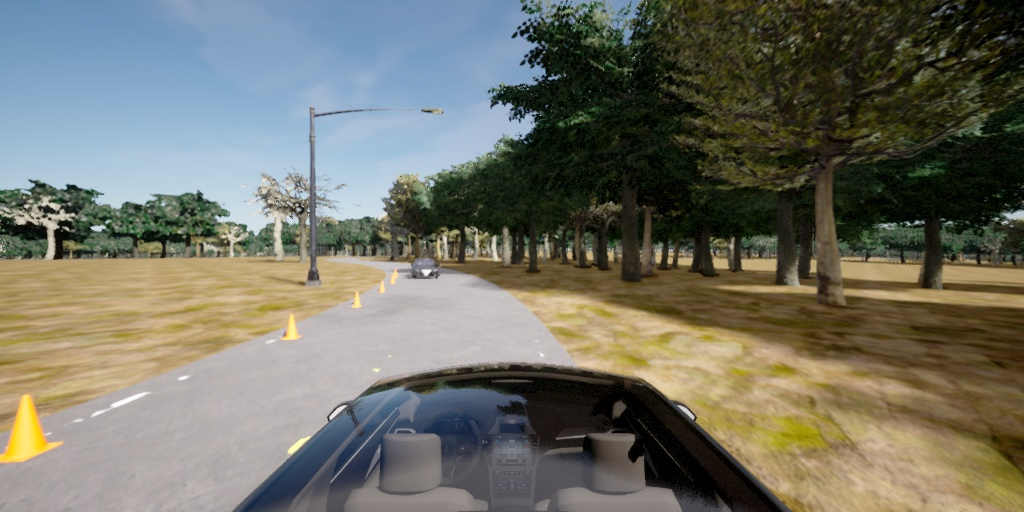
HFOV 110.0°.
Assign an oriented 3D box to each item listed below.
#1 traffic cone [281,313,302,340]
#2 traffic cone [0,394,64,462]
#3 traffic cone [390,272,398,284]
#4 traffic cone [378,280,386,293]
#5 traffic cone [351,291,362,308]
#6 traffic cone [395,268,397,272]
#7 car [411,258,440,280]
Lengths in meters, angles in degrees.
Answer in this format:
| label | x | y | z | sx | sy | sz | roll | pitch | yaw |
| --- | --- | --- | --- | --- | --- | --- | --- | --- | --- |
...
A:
| label | x | y | z | sx | sy | sz | roll | pitch | yaw |
| --- | --- | --- | --- | --- | --- | --- | --- | --- | --- |
| traffic cone | -5.210 | 1.649 | 8.487 | 0.340 | 0.580 | 0.340 | 0 | 0 | -5 |
| traffic cone | -4.918 | 1.701 | 3.637 | 0.340 | 0.580 | 0.340 | 0 | 0 | -2 |
| traffic cone | -7.591 | 1.469 | 22.854 | 0.340 | 0.580 | 0.340 | 0 | 0 | -14 |
| traffic cone | -6.548 | 1.533 | 18.108 | 0.340 | 0.580 | 0.340 | 0 | 0 | -11 |
| traffic cone | -5.753 | 1.593 | 13.315 | 0.340 | 0.580 | 0.340 | 0 | 0 | -8 |
| traffic cone | -8.880 | 1.401 | 27.538 | 0.340 | 0.580 | 0.340 | 0 | 0 | -17 |
| car | -6.635 | 0.941 | 27.324 | 2.128 | 1.511 | 4.902 | 0 | 1 | -17 |
